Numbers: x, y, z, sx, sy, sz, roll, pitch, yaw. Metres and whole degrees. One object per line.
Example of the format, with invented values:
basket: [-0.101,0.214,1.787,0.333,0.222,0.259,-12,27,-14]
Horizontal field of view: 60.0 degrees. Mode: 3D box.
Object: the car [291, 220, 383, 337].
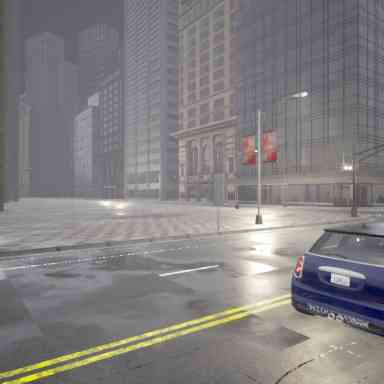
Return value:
car: [3.978,1.352,6.295,4.553,1.767,2.097,0,0,-36]
